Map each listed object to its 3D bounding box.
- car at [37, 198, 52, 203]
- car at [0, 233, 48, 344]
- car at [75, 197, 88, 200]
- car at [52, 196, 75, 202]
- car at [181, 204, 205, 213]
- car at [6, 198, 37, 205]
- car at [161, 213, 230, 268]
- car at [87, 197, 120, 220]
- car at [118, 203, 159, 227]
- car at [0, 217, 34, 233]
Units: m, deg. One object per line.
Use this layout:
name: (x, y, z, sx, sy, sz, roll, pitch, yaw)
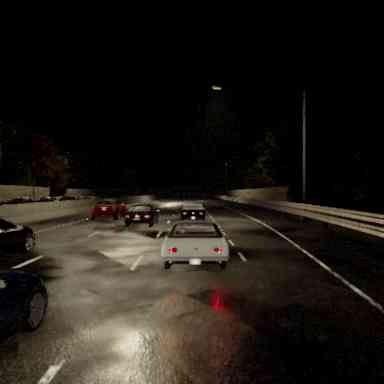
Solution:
car: (-24.569, 1.638, 56.175, 1.994, 1.385, 4.181, 0, 0, 1)
car: (-3.408, 1.528, 3.841, 1.812, 1.442, 4.674, 0, 0, 0)
car: (-17.573, 1.568, 56.824, 2.128, 1.511, 4.902, 0, 0, 1)
car: (-21.074, 1.427, 56.017, 2.097, 1.767, 4.553, 0, 0, 1)
car: (0.084, 1.625, 26.956, 1.895, 1.301, 4.718, 0, 0, 0)
car: (-28.056, 1.619, 54.320, 2.033, 1.411, 5.357, 0, 0, 1)
car: (0.094, 1.608, 11.271, 1.895, 1.301, 4.718, 0, 0, 0)
car: (-6.917, 1.378, 28.238, 2.097, 1.767, 4.553, 0, 0, 0)
car: (-3.414, 1.567, 23.185, 2.033, 1.411, 5.357, 0, 0, 0)
car: (-6.907, 1.512, 10.766, 1.837, 1.490, 4.892, 0, 0, 0)
